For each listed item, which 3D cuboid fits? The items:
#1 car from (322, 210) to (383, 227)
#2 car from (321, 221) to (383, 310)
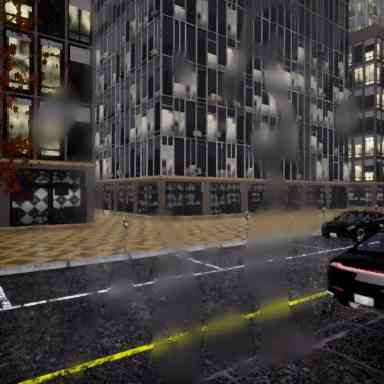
[{"bbox_3d":[8.140,1.563,16.226,4.313,1.339,1.947,0,0,-36],"label":"car"},{"bbox_3d":[4.683,1.491,6.653,4.902,1.511,2.128,0,0,-35],"label":"car"}]
